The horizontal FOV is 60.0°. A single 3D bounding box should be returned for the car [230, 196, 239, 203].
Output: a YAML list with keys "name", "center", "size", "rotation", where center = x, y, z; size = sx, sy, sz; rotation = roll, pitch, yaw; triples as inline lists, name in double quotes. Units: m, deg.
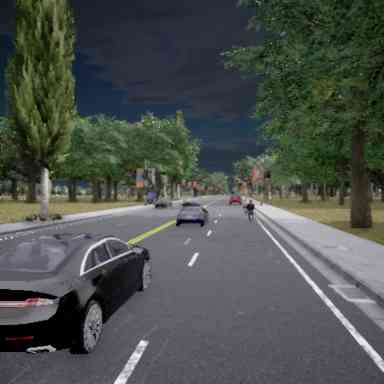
- name: "car"
  center: [9.462, 1.608, 73.637]
  size: [1.882, 1.535, 5.008]
  rotation: [0, 0, 7]

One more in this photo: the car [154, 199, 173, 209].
- name: "car"
  center: [-3.877, 1.695, 46.208]
  size: [1.895, 1.301, 4.718]
  rotation: [0, 0, 7]

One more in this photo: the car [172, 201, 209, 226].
- name: "car"
  center: [0.107, 1.609, 23.962]
  size: [1.994, 1.385, 4.181]
  rotation: [0, 0, 7]

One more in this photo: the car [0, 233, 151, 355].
- name: "car"
  center: [-2.109, 1.506, 6.160]
  size: [2.128, 1.511, 4.902]
  rotation: [0, 0, 7]

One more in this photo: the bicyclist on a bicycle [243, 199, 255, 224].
- name: "bicyclist on a bicycle"
  center: [4.086, 1.408, 23.205]
  size: [0.659, 1.776, 1.843]
  rotation: [0, 0, 7]

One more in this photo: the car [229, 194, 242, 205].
- name: "car"
  center: [8.137, 1.327, 62.186]
  size: [2.150, 2.045, 5.566]
  rotation: [0, 0, 7]

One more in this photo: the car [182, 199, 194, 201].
- name: "car"
  center: [-0.600, 1.690, 46.218]
  size: [1.895, 1.301, 4.718]
  rotation: [0, 0, 7]
